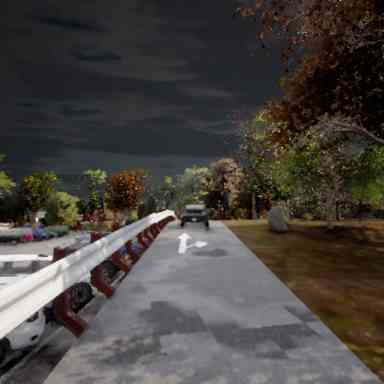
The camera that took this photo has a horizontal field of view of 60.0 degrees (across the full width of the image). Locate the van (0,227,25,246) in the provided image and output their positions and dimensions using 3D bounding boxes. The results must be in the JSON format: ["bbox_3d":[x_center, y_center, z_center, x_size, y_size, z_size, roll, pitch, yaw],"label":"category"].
[{"bbox_3d":[-24.025,5.775,42.100,4.442,1.987,1.878,1,-4,-20],"label":"van"}]

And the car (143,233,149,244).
[{"bbox_3d":[-6.954,5.219,32.795,4.553,1.767,2.185,2,-5,-20],"label":"car"}]

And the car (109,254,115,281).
[{"bbox_3d":[-6.875,4.282,17.729,4.892,1.521,2.231,2,-5,-20],"label":"car"}]

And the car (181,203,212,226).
[{"bbox_3d":[0.285,1.547,23.383,1.837,1.490,4.892,0,-1,3],"label":"car"}]

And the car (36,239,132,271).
[{"bbox_3d":[-6.903,4.242,20.746,5.566,2.045,2.435,2,-4,-20],"label":"car"}]

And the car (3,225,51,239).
[{"bbox_3d":[-23.919,6.167,48.064,5.566,2.045,2.435,1,-5,-20],"label":"car"}]

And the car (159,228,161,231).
[{"bbox_3d":[-6.943,6.070,44.866,4.553,1.767,2.185,2,-4,-20],"label":"car"}]

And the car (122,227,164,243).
[{"bbox_3d":[-7.009,6.154,47.865,5.566,2.045,2.435,2,-4,-20],"label":"car"}]

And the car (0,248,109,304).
[{"bbox_3d":[-6.815,3.818,14.733,5.566,2.045,2.435,2,-5,-20],"label":"car"}]

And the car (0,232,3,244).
[{"bbox_3d":[-23.887,5.588,36.232,4.892,1.521,2.231,1,-4,-20],"label":"car"}]

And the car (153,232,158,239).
[{"bbox_3d":[-6.945,5.771,38.821,4.892,1.521,2.231,2,-4,-20],"label":"car"}]

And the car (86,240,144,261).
[{"bbox_3d":[-6.944,5.161,29.768,4.792,1.488,2.163,2,-4,-20],"label":"car"}]

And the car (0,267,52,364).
[{"bbox_3d":[-6.844,3.390,8.681,5.566,2.045,2.435,2,-4,-20],"label":"car"}]

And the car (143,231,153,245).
[{"bbox_3d":[-6.975,5.432,35.817,4.553,1.767,2.185,2,-5,-20],"label":"car"}]

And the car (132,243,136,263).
[{"bbox_3d":[-7.061,4.696,23.683,5.366,1.575,1.946,2,-4,-20],"label":"car"}]

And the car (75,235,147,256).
[{"bbox_3d":[-6.870,4.670,26.794,5.566,2.045,2.435,2,-5,-20],"label":"car"}]

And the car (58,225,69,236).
[{"bbox_3d":[-24.001,6.788,56.886,5.566,2.045,2.435,1,-4,-20],"label":"car"}]

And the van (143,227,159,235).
[{"bbox_3d":[-6.854,5.762,41.898,4.442,1.987,1.878,2,-5,-20],"label":"van"}]

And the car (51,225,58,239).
[{"bbox_3d":[-23.930,6.375,51.016,5.566,2.045,2.435,1,-5,-20],"label":"car"}]

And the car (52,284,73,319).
[{"bbox_3d":[-6.864,3.883,11.677,4.792,1.488,2.163,2,-4,-20],"label":"car"}]

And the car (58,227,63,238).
[{"bbox_3d":[-23.947,6.863,53.956,4.792,1.488,2.163,1,-5,-20],"label":"car"}]

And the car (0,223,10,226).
[{"bbox_3d":[-39.716,7.721,70.154,2.435,2.045,5.566,1,-4,-19],"label":"car"}]

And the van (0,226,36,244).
[{"bbox_3d":[-24.037,5.983,45.052,4.442,1.987,1.878,1,-4,-20],"label":"van"}]
